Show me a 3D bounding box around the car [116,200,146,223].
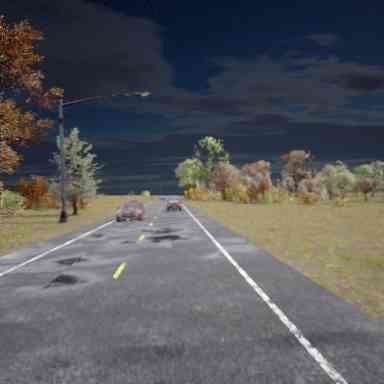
[{"bbox_3d":[-5.118,1.570,28.257,2.097,1.767,4.553,-2,0,-3],"label":"car"}]

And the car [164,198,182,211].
[{"bbox_3d":[-2.336,1.678,43.512,1.812,1.442,4.674,-2,0,-4],"label":"car"}]

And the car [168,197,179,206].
[{"bbox_3d":[-3.582,1.777,64.030,2.033,1.411,5.357,-2,0,-3],"label":"car"}]
